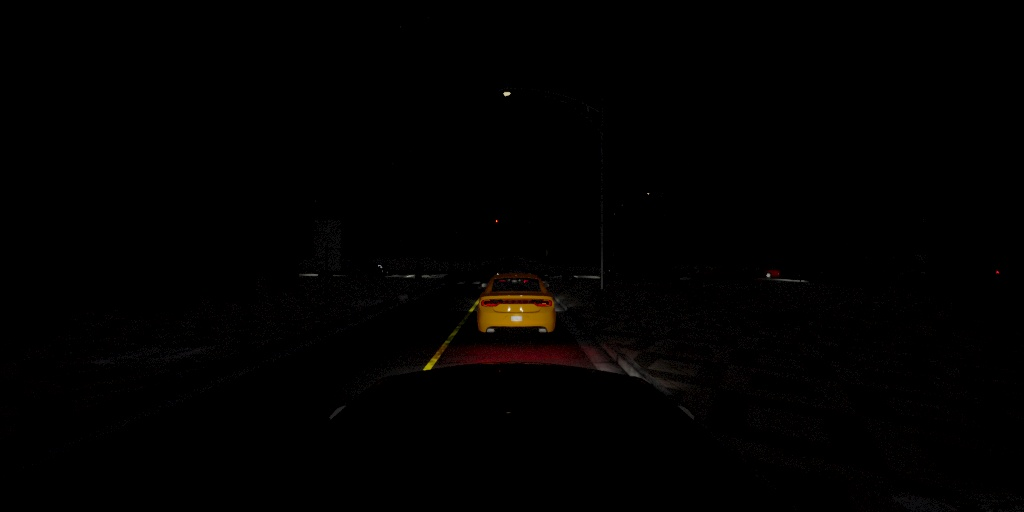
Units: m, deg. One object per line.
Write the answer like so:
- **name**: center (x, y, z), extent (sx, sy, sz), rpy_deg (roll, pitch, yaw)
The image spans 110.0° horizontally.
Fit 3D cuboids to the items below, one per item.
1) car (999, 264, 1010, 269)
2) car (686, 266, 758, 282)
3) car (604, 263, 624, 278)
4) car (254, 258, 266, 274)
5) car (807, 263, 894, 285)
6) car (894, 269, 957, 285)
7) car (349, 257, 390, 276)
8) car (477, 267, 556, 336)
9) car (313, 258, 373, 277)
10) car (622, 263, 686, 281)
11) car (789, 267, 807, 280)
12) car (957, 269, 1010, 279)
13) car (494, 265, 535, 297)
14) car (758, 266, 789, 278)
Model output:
- **car**: center (48.972, 1.779, 33.564), extent (5.566, 2.045, 2.150), rpy_deg (1, 0, 0)
- **car**: center (17.960, 1.571, 30.932), extent (4.829, 1.417, 1.751), rpy_deg (0, 0, 0)
- **car**: center (11.907, 1.456, 36.794), extent (4.892, 1.490, 1.837), rpy_deg (1, 0, 0)
- **car**: center (-23.875, 0.930, 33.629), extent (4.902, 1.511, 2.128), rpy_deg (1, 0, 0)
- **car**: center (29.077, 1.540, 30.922), extent (5.009, 1.841, 2.192), rpy_deg (0, 0, 0)
- **car**: center (34.720, 1.864, 30.917), extent (4.507, 1.381, 1.888), rpy_deg (0, 0, 0)
- **car**: center (-13.877, 0.928, 33.575), extent (4.553, 1.767, 2.097), rpy_deg (1, 0, 1)
- **car**: center (0.105, 1.227, 10.385), extent (1.882, 1.535, 5.008), rpy_deg (0, 0, 0)
- **car**: center (-14.760, 1.116, 30.863), extent (4.403, 1.370, 2.007), rpy_deg (0, 0, 0)
- **car**: center (12.147, 1.524, 30.936), extent (4.313, 1.339, 1.948), rpy_deg (0, 0, 0)
- **car**: center (31.890, 1.773, 36.768), extent (4.892, 1.490, 1.837), rpy_deg (1, 0, 0)
- **car**: center (40.371, 1.996, 30.912), extent (4.207, 1.307, 1.802), rpy_deg (0, 0, 0)
- **car**: center (0.114, 1.297, 20.211), extent (2.033, 1.411, 5.357), rpy_deg (0, 0, 0)
- **car**: center (29.092, 1.766, 39.447), extent (4.507, 1.381, 1.888), rpy_deg (0, 0, 0)
